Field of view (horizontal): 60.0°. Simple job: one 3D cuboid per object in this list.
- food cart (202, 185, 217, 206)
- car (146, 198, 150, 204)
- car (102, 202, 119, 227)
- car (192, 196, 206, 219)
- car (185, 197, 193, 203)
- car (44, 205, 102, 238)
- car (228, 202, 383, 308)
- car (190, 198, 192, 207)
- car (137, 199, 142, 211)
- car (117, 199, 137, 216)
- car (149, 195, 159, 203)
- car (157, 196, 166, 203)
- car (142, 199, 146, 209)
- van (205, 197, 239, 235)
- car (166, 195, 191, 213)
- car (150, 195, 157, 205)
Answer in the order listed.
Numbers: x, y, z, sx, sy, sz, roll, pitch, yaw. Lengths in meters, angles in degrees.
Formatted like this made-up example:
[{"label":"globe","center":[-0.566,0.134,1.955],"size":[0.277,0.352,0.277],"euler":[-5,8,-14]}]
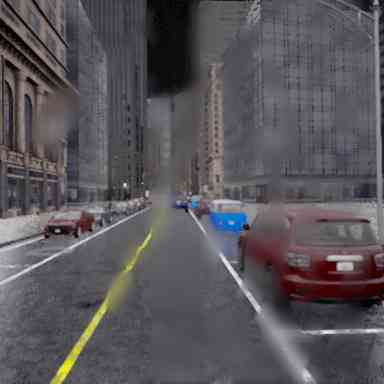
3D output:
[{"label":"food cart","center":[3.052,0.608,59.404],"size":[2.280,3.560,4.660],"euler":[-1,-1,-3]},{"label":"car","center":[-8.048,1.765,51.074],"size":[1.887,1.381,4.507],"euler":[0,0,-3]},{"label":"car","center":[-6.846,1.666,23.803],"size":[2.008,1.369,4.403],"euler":[0,0,-3]},{"label":"car","center":[1.430,1.357,29.626],"size":[2.192,1.841,5.009],"euler":[0,0,-3]},{"label":"car","center":[-0.732,1.854,78.716],"size":[1.887,1.381,4.507],"euler":[0,0,-3]},{"label":"car","center":[-6.606,1.645,18.349],"size":[1.887,1.381,4.507],"euler":[0,0,-3]},{"label":"car","center":[2.391,1.300,7.806],"size":[2.192,1.841,5.009],"euler":[0,0,-3]},{"label":"car","center":[1.190,1.611,35.080],"size":[2.008,1.369,4.403],"euler":[0,0,-3]},{"label":"car","center":[-7.567,1.722,40.166],"size":[2.008,1.369,4.403],"euler":[0,0,-3]},{"label":"car","center":[-7.327,1.702,34.712],"size":[2.008,1.369,4.403],"euler":[0,0,-3]},{"label":"car","center":[-9.489,1.759,83.799],"size":[2.192,1.841,5.009],"euler":[0,0,-3]},{"label":"car","center":[-6.218,1.650,74.286],"size":[1.812,1.442,4.674],"euler":[-1,0,-3]},{"label":"car","center":[-7.807,1.634,45.621],"size":[1.967,1.590,4.097],"euler":[0,0,-3]},{"label":"van","center":[1.911,1.351,18.716],"size":[1.690,1.788,3.998],"euler":[0,0,-3]},{"label":"car","center":[-1.556,1.324,38.838],"size":[2.150,2.045,5.566],"euler":[-1,0,-3]},{"label":"car","center":[-8.768,1.885,67.436],"size":[1.947,1.339,4.313],"euler":[0,0,-3]}]
